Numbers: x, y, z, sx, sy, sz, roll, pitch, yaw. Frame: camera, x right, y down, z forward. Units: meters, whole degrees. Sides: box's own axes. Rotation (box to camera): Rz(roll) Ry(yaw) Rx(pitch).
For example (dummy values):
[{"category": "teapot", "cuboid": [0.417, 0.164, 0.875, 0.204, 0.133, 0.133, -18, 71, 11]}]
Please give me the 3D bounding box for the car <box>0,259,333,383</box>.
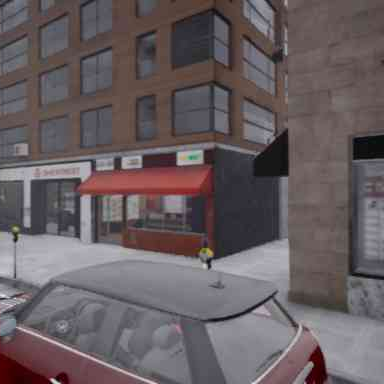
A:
[{"category": "car", "cuboid": [-0.839, 1.447, 3.410, 4.097, 1.590, 1.967, 0, 0, 35]}]
